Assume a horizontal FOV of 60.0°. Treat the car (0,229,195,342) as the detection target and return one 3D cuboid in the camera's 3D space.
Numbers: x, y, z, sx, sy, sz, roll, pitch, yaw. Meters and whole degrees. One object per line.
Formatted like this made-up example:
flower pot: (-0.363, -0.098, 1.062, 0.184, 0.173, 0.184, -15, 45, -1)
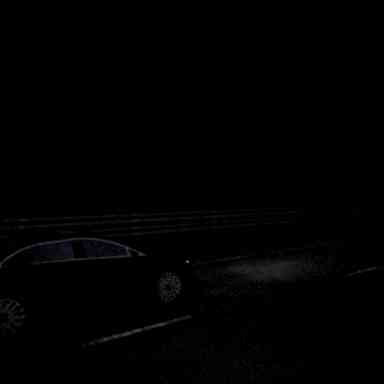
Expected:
car: (-2.197, 1.491, 6.480, 4.902, 1.511, 2.128, 0, 0, -36)
